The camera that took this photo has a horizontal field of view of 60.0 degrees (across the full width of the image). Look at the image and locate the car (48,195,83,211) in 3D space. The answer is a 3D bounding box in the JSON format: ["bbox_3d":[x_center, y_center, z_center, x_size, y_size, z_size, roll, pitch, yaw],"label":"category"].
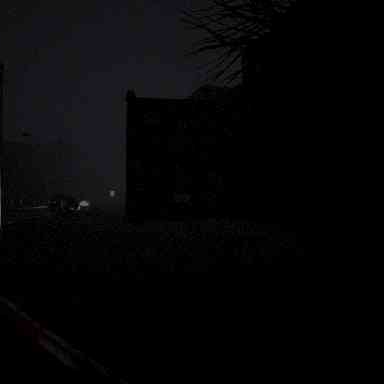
[{"bbox_3d":[-16.750,1.399,43.498,2.150,2.045,5.566,1,0,2],"label":"car"}]

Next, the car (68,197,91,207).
[{"bbox_3d":[-19.856,1.726,58.972,2.128,1.511,4.902,1,0,2],"label":"car"}]

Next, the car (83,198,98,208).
[{"bbox_3d":[-16.522,1.777,53.217,1.812,1.442,4.674,1,0,2],"label":"car"}]
